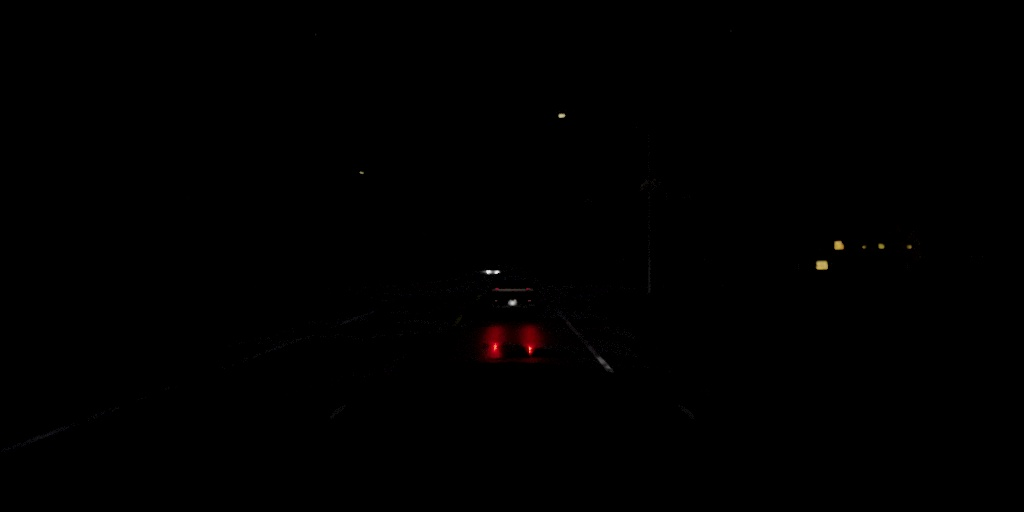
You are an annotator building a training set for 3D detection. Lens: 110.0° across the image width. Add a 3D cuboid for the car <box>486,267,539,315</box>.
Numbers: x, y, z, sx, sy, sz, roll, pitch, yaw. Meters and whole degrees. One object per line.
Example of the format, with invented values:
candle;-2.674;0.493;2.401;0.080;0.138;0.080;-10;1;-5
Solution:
car;0.040;1.361;14.263;2.128;1.511;4.902;0;0;1
